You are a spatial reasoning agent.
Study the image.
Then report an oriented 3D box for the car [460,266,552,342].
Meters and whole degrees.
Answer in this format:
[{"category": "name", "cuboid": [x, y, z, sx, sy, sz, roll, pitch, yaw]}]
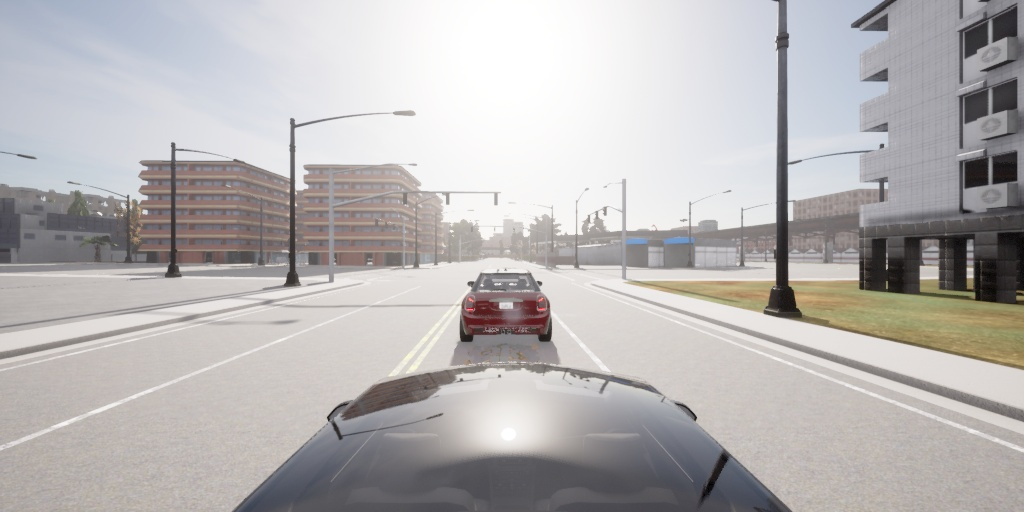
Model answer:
[{"category": "car", "cuboid": [-0.190, 1.102, 9.946, 2.097, 1.767, 4.553, 0, 0, -2]}]
